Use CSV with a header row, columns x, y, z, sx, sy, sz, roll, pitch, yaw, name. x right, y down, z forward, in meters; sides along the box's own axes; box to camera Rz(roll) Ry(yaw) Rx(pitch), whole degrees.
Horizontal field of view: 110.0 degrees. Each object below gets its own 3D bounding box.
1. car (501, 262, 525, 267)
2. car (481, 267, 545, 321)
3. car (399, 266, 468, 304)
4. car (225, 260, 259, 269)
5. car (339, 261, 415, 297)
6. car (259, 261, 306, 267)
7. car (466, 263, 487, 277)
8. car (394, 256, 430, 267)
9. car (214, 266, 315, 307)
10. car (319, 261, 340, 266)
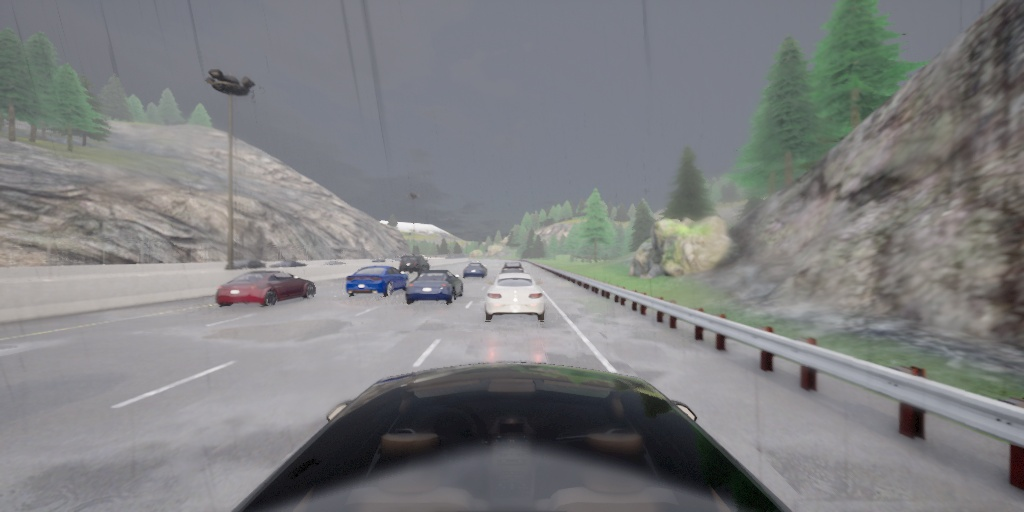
x,y,z,sx,sy,sz,roll,pitch,yaw,name
0.074,1.238,30.104,2.128,1.511,4.902,0,0,0,car
0.091,1.274,12.339,1.812,1.442,4.674,0,0,0,car
-3.410,1.314,16.400,1.994,1.385,4.181,0,0,0,car
-31.608,1.237,42.768,1.882,1.535,5.008,0,0,0,car
-6.911,1.229,18.924,1.882,1.535,5.008,0,0,0,car
-24.618,1.304,39.362,2.033,1.411,5.357,0,0,0,car
-3.421,1.312,33.825,1.994,1.385,4.181,0,0,0,car
-10.424,0.972,38.594,2.150,2.045,5.566,0,0,0,car
-10.410,1.317,15.496,1.994,1.385,4.181,0,0,0,car
-21.117,1.302,42.100,2.033,1.411,5.357,0,0,0,car
